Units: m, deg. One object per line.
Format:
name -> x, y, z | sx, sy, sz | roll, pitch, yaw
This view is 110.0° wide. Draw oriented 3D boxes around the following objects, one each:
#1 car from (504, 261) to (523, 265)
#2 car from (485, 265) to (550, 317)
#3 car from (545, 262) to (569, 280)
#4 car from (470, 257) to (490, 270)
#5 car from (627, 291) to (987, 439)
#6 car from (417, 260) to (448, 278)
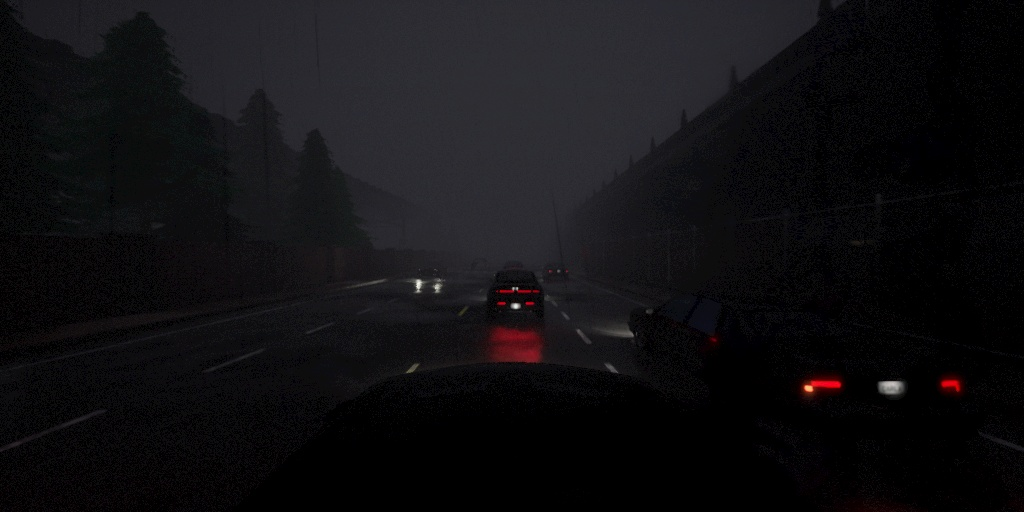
car -> 0.131, 1.146, 30.473 | 1.882, 1.535, 5.008 | 0, 0, 0
car -> 0.112, 1.223, 12.980 | 1.837, 1.490, 4.892 | 0, 0, 0
car -> 3.630, 1.220, 30.290 | 2.033, 1.411, 5.357 | 0, 0, 0
car -> -3.459, 0.780, 39.155 | 1.812, 1.442, 4.674 | 0, 0, 0
car -> 3.596, 1.289, 5.916 | 2.033, 1.411, 5.357 | 0, 0, 0
car -> -7.030, 1.135, 32.135 | 1.882, 1.535, 5.008 | 0, 0, 0
